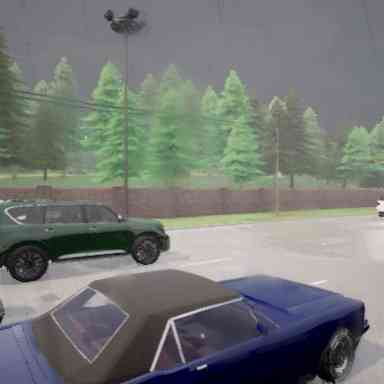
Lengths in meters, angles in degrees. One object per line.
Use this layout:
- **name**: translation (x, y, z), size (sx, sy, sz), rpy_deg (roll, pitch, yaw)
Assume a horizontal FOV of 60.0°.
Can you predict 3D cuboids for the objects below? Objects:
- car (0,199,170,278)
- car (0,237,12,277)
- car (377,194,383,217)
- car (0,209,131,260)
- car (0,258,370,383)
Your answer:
- **car**: translation (-3.380, 1.221, 9.934), size (5.566, 2.045, 2.150), rpy_deg (0, 0, -35)
- **car**: translation (-5.448, 1.548, 4.160), size (5.357, 1.411, 2.033), rpy_deg (0, 0, -35)
- **car**: translation (18.946, 1.215, 30.155), size (5.566, 2.045, 2.150), rpy_deg (0, 0, -35)
- **car**: translation (-5.035, 1.505, 13.052), size (4.892, 1.490, 1.837), rpy_deg (0, 0, -36)
- **car**: translation (-0.018, 1.601, 3.734), size (4.718, 1.301, 1.895), rpy_deg (0, 0, -35)
